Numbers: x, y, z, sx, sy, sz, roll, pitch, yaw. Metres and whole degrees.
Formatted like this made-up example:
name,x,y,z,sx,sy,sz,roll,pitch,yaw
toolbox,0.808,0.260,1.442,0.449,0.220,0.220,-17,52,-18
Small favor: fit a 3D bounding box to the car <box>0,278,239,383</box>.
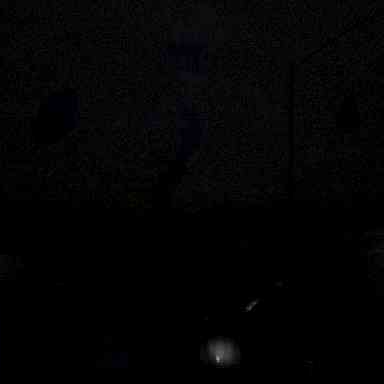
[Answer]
name,x,y,z,sx,sy,sz,roll,pitch,yaw
car,-1.659,1.564,3.048,4.181,1.385,1.994,0,0,-25
